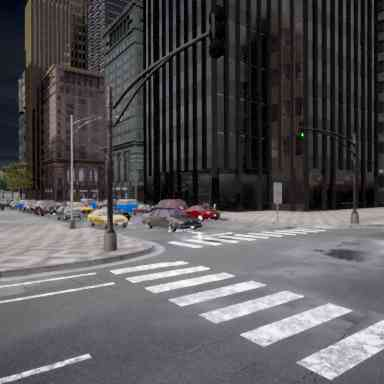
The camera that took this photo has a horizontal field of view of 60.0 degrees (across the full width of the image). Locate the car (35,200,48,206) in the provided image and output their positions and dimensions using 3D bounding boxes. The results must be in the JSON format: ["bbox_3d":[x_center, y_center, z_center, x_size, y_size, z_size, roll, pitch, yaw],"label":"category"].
[{"bbox_3d":[-37.786,2.712,83.418,2.008,1.369,4.403,-1,0,-35],"label":"car"}]

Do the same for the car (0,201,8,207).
[{"bbox_3d":[-44.425,2.773,78.045,1.802,1.307,4.206,-1,0,-35],"label":"car"}]

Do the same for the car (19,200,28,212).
[{"bbox_3d":[-23.344,2.158,48.439,1.967,1.590,4.097,-1,0,-35],"label":"car"}]

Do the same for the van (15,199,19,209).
[{"bbox_3d":[-26.181,2.124,52.419,1.690,1.788,3.998,-1,0,-35],"label":"van"}]

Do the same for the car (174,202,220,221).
[{"bbox_3d":[0.615,1.830,29.499,1.887,1.381,4.507,-1,0,-35],"label":"car"}]

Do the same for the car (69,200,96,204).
[{"bbox_3d":[-12.903,1.993,38.403,1.882,1.535,5.008,0,-1,-35],"label":"car"}]

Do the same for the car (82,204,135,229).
[{"bbox_3d":[-6.239,1.844,24.422,1.752,1.417,4.829,-1,0,-35],"label":"car"}]

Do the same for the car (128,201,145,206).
[{"bbox_3d":[-5.276,2.006,37.793,1.802,1.307,4.206,-1,0,-35],"label":"car"}]

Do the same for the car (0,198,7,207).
[{"bbox_3d":[-41.307,2.668,73.665,1.887,1.381,4.507,-1,0,-35],"label":"car"}]

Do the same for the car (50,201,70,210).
[{"bbox_3d":[-23.051,2.342,57.981,2.033,1.411,5.357,0,-1,-35],"label":"car"}]

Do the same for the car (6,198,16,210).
[{"bbox_3d":[-31.951,2.355,60.524,1.967,1.590,4.097,-1,0,-35],"label":"car"}]

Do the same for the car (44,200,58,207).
[{"bbox_3d":[-31.750,2.597,74.942,1.947,1.339,4.313,-1,0,-35],"label":"car"}]

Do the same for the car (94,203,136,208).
[{"bbox_3d":[-7.302,1.985,30.523,1.895,1.301,4.718,0,-1,-35],"label":"car"}]

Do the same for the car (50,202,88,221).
[{"bbox_3d":[-12.005,2.005,32.520,2.008,1.369,4.403,-1,0,-35],"label":"car"}]

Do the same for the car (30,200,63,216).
[{"bbox_3d":[-17.679,1.902,40.480,2.192,1.841,5.009,-1,0,-35],"label":"car"}]

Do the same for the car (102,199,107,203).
[{"bbox_3d":[-11.175,1.876,46.087,2.192,1.841,5.009,-1,0,-35],"label":"car"}]

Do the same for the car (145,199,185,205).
[{"bbox_3d":[-2.336,1.670,33.646,2.192,1.841,5.009,-1,0,-35],"label":"car"}]

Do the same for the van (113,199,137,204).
[{"bbox_3d":[-8.228,1.834,41.940,1.690,1.788,3.998,-1,0,-35],"label":"van"}]

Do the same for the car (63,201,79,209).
[{"bbox_3d":[-22.697,2.409,62.230,1.802,1.307,4.206,-1,0,-35],"label":"car"}]

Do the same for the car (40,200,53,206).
[{"bbox_3d":[-34.768,2.662,79.181,1.947,1.339,4.313,-1,0,-35],"label":"car"}]

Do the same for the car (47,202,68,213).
[{"bbox_3d":[-19.185,2.187,47.298,1.812,1.442,4.674,0,-1,-35],"label":"car"}]

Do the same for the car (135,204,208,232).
[{"bbox_3d":[-1.528,1.795,22.413,2.033,1.411,5.357,0,-1,-36],"label":"car"}]

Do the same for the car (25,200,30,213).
[{"bbox_3d":[-20.508,2.197,44.459,1.887,1.381,4.507,-1,0,-35],"label":"car"}]
